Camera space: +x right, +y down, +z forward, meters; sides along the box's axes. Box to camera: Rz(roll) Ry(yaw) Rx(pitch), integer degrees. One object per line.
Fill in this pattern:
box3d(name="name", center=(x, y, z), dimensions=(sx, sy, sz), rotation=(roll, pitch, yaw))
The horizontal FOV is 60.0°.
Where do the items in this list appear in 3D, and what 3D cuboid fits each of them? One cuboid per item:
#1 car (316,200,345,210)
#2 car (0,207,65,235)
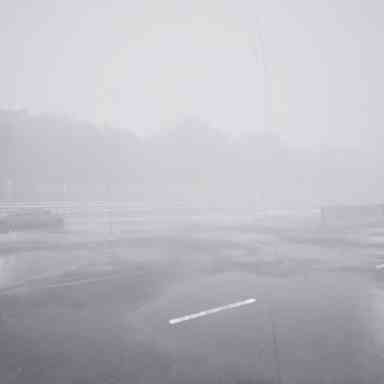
box3d(name="car", center=(17.828, 1.710, 42.777), dimensions=(4.181, 1.385, 1.994), rotation=(0, 0, -36))
box3d(name="car", center=(-9.399, 1.576, 18.764), dimensions=(4.181, 1.385, 1.994), rotation=(0, 0, -36))
